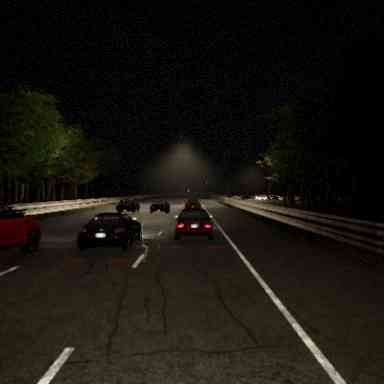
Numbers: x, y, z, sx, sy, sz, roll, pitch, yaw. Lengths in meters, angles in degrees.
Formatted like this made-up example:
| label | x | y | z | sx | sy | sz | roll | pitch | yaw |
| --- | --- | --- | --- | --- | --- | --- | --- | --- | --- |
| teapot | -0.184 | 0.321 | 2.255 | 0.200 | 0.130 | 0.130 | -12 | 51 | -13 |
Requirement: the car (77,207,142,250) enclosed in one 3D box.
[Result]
| label | x | y | z | sx | sy | sz | roll | pitch | yaw |
| --- | --- | --- | --- | --- | --- | --- | --- | --- | --- |
| car | -3.402 | 1.576 | 14.356 | 1.994 | 1.385 | 4.181 | 0 | 0 | 0 |

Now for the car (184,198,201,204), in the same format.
| label | x | y | z | sx | sy | sz | roll | pitch | yaw |
| --- | --- | --- | --- | --- | --- | --- | --- | --- | --- |
| car | 0.096 | 1.475 | 39.481 | 1.882 | 1.535 | 5.008 | 0 | 0 | 0 |

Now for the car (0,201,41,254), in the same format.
| label | x | y | z | sx | sy | sz | roll | pitch | yaw |
| --- | --- | --- | --- | --- | --- | --- | --- | --- | --- |
| car | -6.902 | 1.231 | 10.487 | 2.150 | 2.045 | 5.566 | 0 | 0 | 0 |

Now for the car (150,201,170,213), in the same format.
| label | x | y | z | sx | sy | sz | roll | pitch | yaw |
| --- | --- | --- | --- | --- | --- | --- | --- | --- | --- |
| car | -3.403 | 1.606 | 36.426 | 1.895 | 1.301 | 4.718 | 0 | 0 | 0 |

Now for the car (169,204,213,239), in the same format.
| label | x | y | z | sx | sy | sz | roll | pitch | yaw |
| --- | --- | --- | --- | --- | --- | --- | --- | --- | --- |
| car | 0.099 | 1.562 | 17.247 | 2.033 | 1.411 | 5.357 | 0 | 0 | 0 |

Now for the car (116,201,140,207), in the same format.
| label | x | y | z | sx | sy | sz | roll | pitch | yaw |
| --- | --- | --- | --- | --- | --- | --- | --- | --- | --- |
| car | -6.902 | 1.606 | 36.436 | 1.895 | 1.301 | 4.718 | 0 | 0 | 0 |

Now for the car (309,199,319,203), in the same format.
| label | x | y | z | sx | sy | sz | roll | pitch | yaw |
| --- | --- | --- | --- | --- | --- | --- | --- | --- | --- |
| car | 27.209 | 1.800 | 76.188 | 1.994 | 1.385 | 4.181 | 0 | 1 | -44 |
